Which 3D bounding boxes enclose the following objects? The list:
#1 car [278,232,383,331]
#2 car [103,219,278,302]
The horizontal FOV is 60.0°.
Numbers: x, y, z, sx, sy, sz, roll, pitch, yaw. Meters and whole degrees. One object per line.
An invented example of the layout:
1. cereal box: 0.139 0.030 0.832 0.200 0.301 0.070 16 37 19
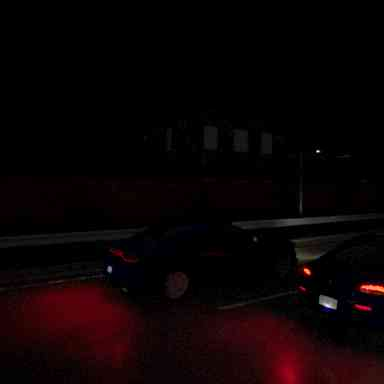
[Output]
1. car: 3.990 1.493 6.229 4.674 1.442 1.812 0 1 -32
2. car: 0.411 1.408 8.106 5.008 1.535 1.882 0 1 -32
